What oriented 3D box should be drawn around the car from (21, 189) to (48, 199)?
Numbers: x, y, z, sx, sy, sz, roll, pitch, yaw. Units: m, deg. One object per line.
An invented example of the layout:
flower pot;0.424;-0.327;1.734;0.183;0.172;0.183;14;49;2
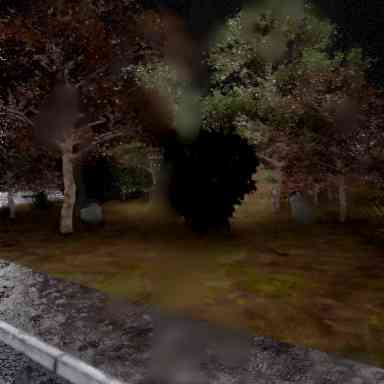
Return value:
car;-29.675;0.232;62.906;2.150;2.045;5.566;-1;2;11
